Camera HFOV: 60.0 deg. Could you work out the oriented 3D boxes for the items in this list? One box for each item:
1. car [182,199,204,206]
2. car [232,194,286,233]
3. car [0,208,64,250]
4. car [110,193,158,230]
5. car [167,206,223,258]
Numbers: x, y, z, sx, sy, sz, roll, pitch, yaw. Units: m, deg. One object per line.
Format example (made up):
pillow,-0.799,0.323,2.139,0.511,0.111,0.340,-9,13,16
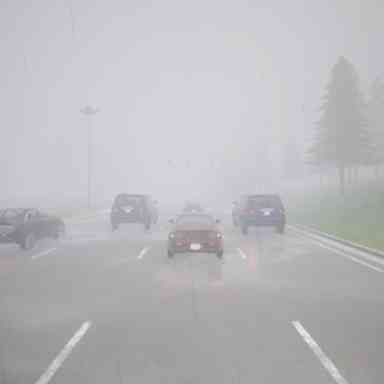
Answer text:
car,0.103,1.329,28.929,1.812,1.442,4.674,0,0,0
car,3.602,1.094,18.632,2.150,2.045,5.566,0,0,0
car,-6.898,1.397,13.695,2.128,1.511,4.902,0,0,0
car,-3.398,1.082,20.310,2.150,2.045,5.566,0,0,0
car,0.102,1.442,12.228,1.812,1.442,4.674,0,0,0
